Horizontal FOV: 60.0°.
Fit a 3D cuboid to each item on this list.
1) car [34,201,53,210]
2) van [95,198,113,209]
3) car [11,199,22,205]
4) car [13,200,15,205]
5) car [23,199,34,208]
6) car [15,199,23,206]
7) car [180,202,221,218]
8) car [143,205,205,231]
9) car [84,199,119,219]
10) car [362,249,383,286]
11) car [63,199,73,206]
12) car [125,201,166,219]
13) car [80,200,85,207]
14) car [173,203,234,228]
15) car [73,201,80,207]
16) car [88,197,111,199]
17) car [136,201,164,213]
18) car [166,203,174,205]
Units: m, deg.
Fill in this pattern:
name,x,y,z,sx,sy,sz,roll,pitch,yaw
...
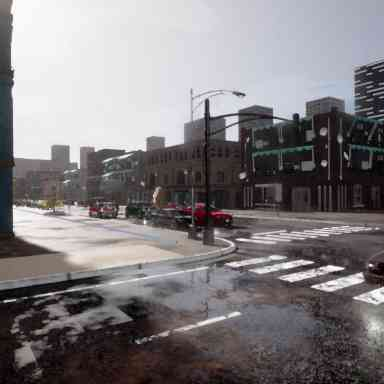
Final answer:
name,x,y,z,sx,sy,sz,roll,pitch,yaw
car,-25.137,2.233,56.951,1.752,1.417,4.829,-1,0,-35
van,-15.203,1.907,57.418,1.690,1.788,3.998,-1,0,-35
car,-44.430,2.598,84.191,1.887,1.381,4.507,-1,0,-35
car,-41.231,2.547,79.675,2.008,1.369,4.403,-1,0,-35
car,-31.634,2.376,66.124,2.008,1.369,4.403,-1,0,-35
car,-38.035,2.380,75.157,1.967,1.590,4.097,-1,0,-35
car,0.797,1.810,34.833,2.008,1.369,4.403,-2,0,-35
car,-1.318,1.815,23.111,1.947,1.339,4.313,-1,0,-35
car,-9.242,1.847,34.505,1.967,1.590,4.097,-1,0,-35
car,6.426,1.545,8.246,5.357,1.411,2.033,0,0,-35
car,-27.995,2.364,75.486,1.947,1.339,4.313,-1,0,-35
car,-4.898,1.689,32.871,2.097,1.767,4.553,-1,0,-35
car,-18.403,1.940,61.934,2.192,1.841,5.009,-1,0,-35
car,0.962,1.698,24.597,1.882,1.535,5.008,-1,0,-35
car,-21.597,2.228,66.452,1.887,1.381,4.507,-1,0,-35
car,-11.043,1.678,41.564,2.150,2.045,5.566,-1,0,-35
car,-5.600,1.966,43.867,1.802,1.307,4.206,-1,0,-35
car,-2.402,1.904,39.351,1.802,1.307,4.206,-2,0,-35
